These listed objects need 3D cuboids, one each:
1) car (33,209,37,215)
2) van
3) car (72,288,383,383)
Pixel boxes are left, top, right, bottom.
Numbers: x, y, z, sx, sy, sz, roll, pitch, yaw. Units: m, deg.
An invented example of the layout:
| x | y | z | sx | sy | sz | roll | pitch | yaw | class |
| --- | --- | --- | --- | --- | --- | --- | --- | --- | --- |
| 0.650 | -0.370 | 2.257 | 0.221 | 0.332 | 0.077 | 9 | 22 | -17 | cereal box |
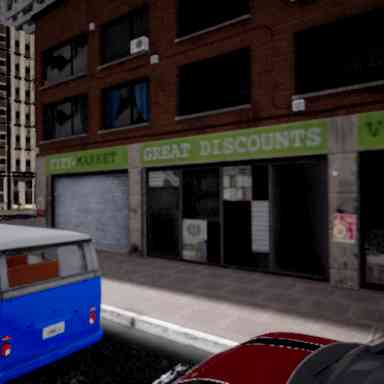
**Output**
| x | y | z | sx | sy | sz | roll | pitch | yaw | class |
| --- | --- | --- | --- | --- | --- | --- | --- | --- | --- |
| -12.613 | 1.703 | 31.923 | 1.752 | 1.417 | 4.829 | -1 | 0 | 35 | car |
| -3.114 | 1.382 | 4.942 | 3.998 | 1.788 | 1.690 | -1 | -1 | 35 | van |
| 1.523 | 1.437 | 1.641 | 4.097 | 1.590 | 1.967 | -1 | -1 | 35 | car |
